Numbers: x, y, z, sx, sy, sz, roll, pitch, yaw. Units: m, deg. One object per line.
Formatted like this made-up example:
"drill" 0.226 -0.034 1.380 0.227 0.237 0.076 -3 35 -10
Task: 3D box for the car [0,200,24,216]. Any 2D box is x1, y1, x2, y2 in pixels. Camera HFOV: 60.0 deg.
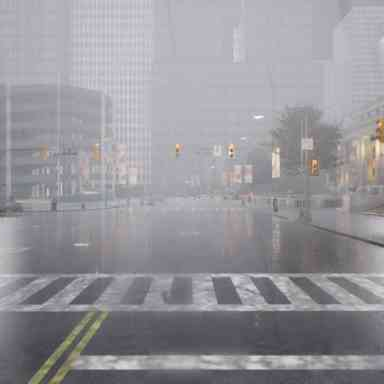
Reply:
"car" -18.926 1.489 32.014 4.902 1.511 2.128 0 0 -12

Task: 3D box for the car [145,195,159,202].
"car" -9.932 1.520 82.201 2.128 1.511 4.902 0 0 -25

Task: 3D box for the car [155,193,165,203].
"car" -6.931 1.217 68.965 2.150 2.045 5.566 0 0 1

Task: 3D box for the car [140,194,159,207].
"car" -6.997 1.488 52.332 2.128 1.511 4.902 0 0 0
